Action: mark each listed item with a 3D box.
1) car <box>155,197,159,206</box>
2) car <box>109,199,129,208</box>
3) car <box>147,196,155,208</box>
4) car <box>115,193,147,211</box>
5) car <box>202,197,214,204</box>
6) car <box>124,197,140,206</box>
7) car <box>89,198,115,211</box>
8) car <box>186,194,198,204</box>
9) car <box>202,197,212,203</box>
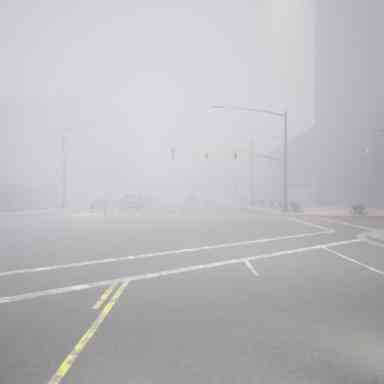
[{"bbox_3d":[-7.078,1.607,59.187,1.882,1.535,5.008,0,-1,0],"label":"car"},{"bbox_3d":[-10.582,1.629,48.405,1.895,1.301,4.718,0,0,0],"label":"car"},{"bbox_3d":[-7.078,1.387,49.145,2.097,1.767,4.553,0,-1,-1],"label":"car"},{"bbox_3d":[-7.086,1.191,39.505,2.150,2.045,5.566,0,0,0],"label":"car"},{"bbox_3d":[3.472,1.738,68.010,1.812,1.442,4.674,0,-1,0],"label":"car"},{"bbox_3d":[-10.575,1.601,58.549,1.882,1.535,5.008,0,0,0],"label":"car"},{"bbox_3d":[-10.584,1.455,39.132,2.128,1.511,4.902,0,0,0],"label":"car"},{"bbox_3d":[-0.028,1.430,67.625,2.150,2.045,5.566,0,-1,0],"label":"car"},{"bbox_3d":[3.468,1.776,78.012,2.033,1.411,5.357,0,-1,0],"label":"car"}]
